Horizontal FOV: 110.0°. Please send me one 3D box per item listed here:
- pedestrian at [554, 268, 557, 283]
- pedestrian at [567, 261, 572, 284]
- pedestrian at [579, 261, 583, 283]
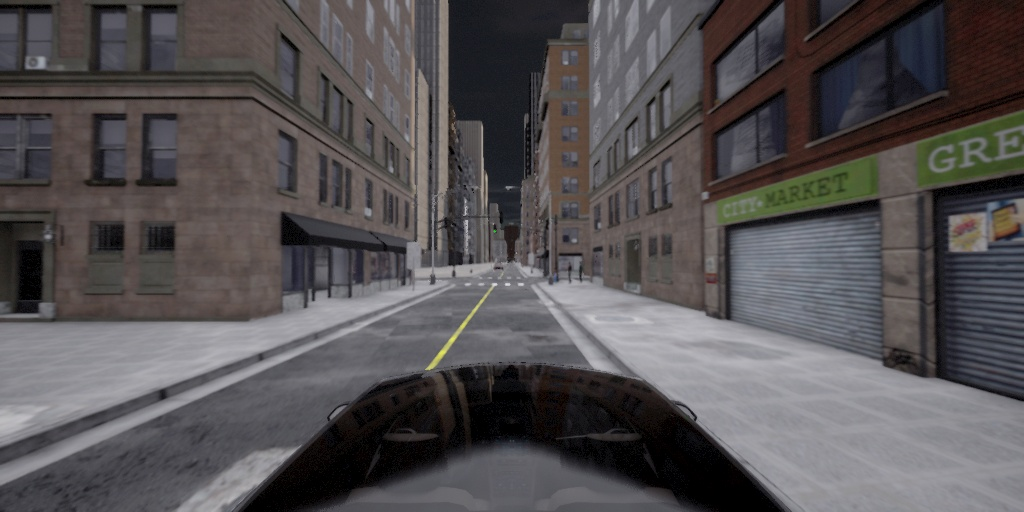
[{"bbox_3d":[3.640,1.597,30.119,0.375,1.300,0.375,0,-1,0],"label":"pedestrian"},{"bbox_3d":[4.639,1.298,28.924,0.375,1.860,0.375,0,-1,0],"label":"pedestrian"},{"bbox_3d":[5.639,1.304,29.523,0.375,1.860,0.375,0,-1,0],"label":"pedestrian"}]
